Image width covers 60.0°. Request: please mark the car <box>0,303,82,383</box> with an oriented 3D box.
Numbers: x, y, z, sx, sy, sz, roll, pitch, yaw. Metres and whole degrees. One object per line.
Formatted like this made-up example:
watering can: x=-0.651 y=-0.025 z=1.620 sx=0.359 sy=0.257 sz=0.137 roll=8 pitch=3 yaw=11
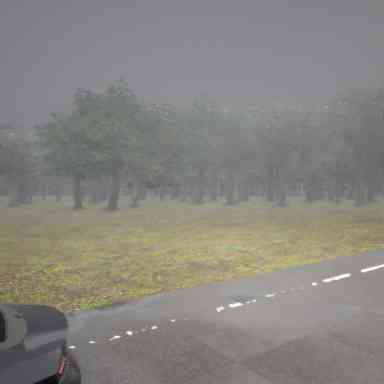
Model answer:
car: x=-3.141 y=1.499 z=1.748 sx=4.892 sy=1.490 sz=1.837 roll=0 pitch=0 yaw=-35
